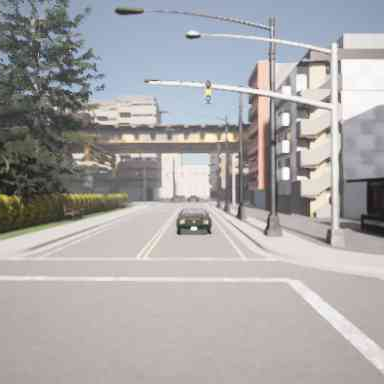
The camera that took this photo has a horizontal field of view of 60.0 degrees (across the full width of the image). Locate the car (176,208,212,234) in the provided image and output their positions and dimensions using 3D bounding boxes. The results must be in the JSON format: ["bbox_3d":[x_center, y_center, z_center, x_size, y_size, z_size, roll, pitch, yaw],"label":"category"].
[{"bbox_3d":[0.107,1.606,19.460,1.895,1.301,4.718,0,0,0],"label":"car"}]

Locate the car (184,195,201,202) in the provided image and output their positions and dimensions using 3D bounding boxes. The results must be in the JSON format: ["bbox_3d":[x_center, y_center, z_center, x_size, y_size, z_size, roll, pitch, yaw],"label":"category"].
[{"bbox_3d":[0.558,1.537,77.748,2.038,1.542,4.974,0,0,-20],"label":"car"}]

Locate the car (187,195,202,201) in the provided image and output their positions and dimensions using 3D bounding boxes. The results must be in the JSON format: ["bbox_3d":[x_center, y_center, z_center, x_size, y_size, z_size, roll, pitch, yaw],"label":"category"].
[{"bbox_3d":[0.539,1.380,77.797,1.853,1.218,4.536,0,0,-20],"label":"car"}]

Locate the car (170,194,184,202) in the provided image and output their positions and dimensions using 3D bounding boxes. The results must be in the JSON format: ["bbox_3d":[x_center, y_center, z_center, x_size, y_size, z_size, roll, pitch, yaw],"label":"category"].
[{"bbox_3d":[-3.602,1.559,78.058,2.038,1.542,4.974,0,0,25],"label":"car"}]

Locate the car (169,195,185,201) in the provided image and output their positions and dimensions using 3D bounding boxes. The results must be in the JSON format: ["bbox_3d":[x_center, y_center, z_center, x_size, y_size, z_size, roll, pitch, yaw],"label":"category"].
[{"bbox_3d":[-3.581,1.402,78.105,1.853,1.218,4.536,0,0,25],"label":"car"}]
